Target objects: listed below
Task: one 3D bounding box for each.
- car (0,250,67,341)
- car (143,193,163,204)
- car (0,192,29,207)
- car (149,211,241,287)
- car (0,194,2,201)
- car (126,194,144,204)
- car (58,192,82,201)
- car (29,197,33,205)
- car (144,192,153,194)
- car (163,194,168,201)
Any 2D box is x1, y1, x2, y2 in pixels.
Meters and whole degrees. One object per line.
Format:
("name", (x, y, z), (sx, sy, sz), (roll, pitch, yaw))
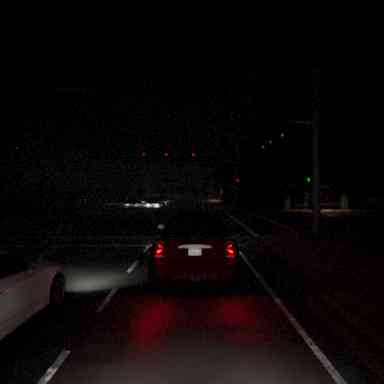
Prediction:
("car", (-3.440, 1.509, 4.792), (1.812, 1.442, 4.674), (0, 0, 1))
("car", (-6.846, 1.394, 59.169), (1.895, 1.301, 4.718), (0, 0, 2))
("car", (-24.969, 0.999, 44.526), (4.605, 1.855, 1.932), (0, 0, 0))
("car", (0.064, 1.320, 9.390), (2.097, 1.767, 4.553), (0, 0, 0))
("car", (-42.392, 1.122, 69.931), (3.905, 1.438, 1.784), (0, 0, 0))
("car", (-10.344, 1.271, 59.299), (1.882, 1.535, 5.008), (0, 0, 2))
("car", (-24.937, 0.923, 67.043), (3.866, 1.878, 1.905), (0, 0, 0))
("car", (-24.913, 0.991, 47.420), (3.866, 1.878, 1.905), (0, 0, 0))
("car", (-9.898, 0.931, 74.860), (2.150, 2.045, 5.566), (0, 0, 2))
("car", (-6.412, 1.213, 74.316), (1.837, 1.490, 4.892), (0, 0, 2))
